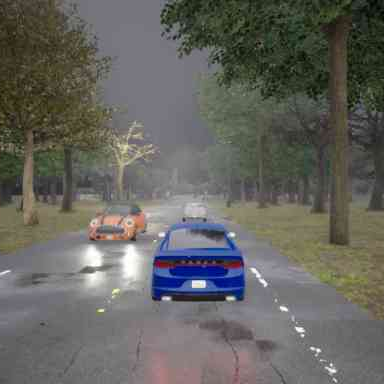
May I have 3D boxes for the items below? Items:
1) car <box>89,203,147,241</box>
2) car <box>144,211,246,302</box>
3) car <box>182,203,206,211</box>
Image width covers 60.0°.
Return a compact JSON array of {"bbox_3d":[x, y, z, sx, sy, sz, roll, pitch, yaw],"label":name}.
[{"bbox_3d":[-3.545,1.374,16.596,2.097,1.767,4.553,0,0,0],"label":"car"},{"bbox_3d":[0.129,1.484,8.366,1.882,1.535,5.008,0,0,0],"label":"car"},{"bbox_3d":[0.187,1.579,26.879,1.812,1.442,4.674,0,0,0],"label":"car"}]
